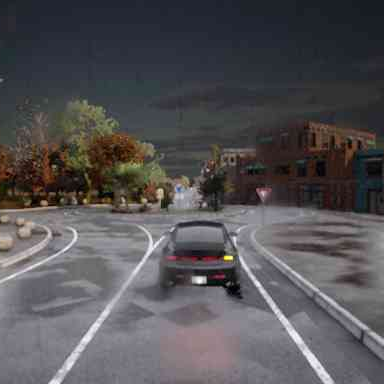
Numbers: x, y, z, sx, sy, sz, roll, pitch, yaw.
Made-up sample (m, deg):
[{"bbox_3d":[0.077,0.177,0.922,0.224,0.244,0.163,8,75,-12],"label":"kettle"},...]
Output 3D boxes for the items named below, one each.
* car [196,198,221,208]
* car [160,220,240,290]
[{"bbox_3d":[2.473,1.606,51.350,2.128,1.511,4.902,-3,1,-35],"label":"car"},{"bbox_3d":[0.232,1.546,9.225,1.837,1.490,4.892,0,0,2],"label":"car"}]
